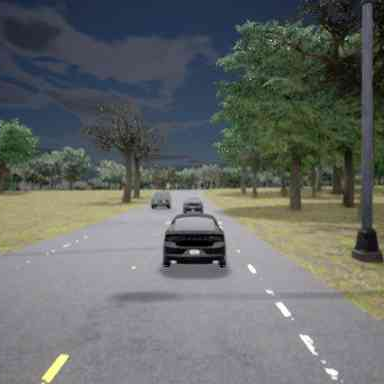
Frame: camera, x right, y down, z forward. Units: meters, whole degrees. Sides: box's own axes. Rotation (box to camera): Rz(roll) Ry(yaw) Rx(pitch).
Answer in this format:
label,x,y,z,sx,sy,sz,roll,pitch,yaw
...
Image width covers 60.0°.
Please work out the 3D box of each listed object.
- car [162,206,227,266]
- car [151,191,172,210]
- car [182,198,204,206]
label,x,y,z,sx,sy,sz,roll,pitch,yaw
car,0.084,1.474,11.531,1.882,1.535,5.008,0,0,0
car,-3.591,0.965,39.702,2.150,2.045,5.566,0,1,0
car,0.095,1.346,31.910,1.837,1.490,4.892,0,1,0
